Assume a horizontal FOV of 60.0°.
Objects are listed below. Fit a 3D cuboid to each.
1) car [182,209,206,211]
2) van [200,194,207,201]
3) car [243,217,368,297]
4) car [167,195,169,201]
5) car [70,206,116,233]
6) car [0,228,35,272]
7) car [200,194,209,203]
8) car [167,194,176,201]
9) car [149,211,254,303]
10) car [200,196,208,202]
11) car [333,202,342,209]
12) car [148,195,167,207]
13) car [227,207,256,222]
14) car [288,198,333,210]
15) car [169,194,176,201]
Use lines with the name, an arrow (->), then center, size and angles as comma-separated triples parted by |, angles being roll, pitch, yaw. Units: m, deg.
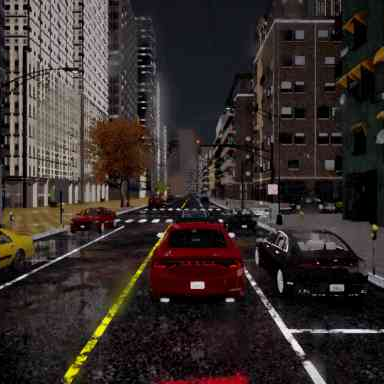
car -> 0.118, 1.605, 18.369 | 1.895, 1.301, 4.718 | 0, 0, 0
van -> 2.835, 1.425, 84.964 | 1.690, 1.788, 3.998 | 0, 0, 0
car -> 2.703, 1.551, 8.372 | 2.008, 1.369, 4.403 | 0, 0, 0
car -> -5.593, 1.607, 57.363 | 1.947, 1.339, 4.313 | 0, 0, 0
car -> -5.658, 1.549, 19.452 | 1.887, 1.381, 4.507 | 0, 0, 0
car -> -5.677, 1.526, 8.217 | 1.752, 1.417, 4.829 | 0, 0, 0
car -> 2.816, 1.630, 73.917 | 1.947, 1.339, 4.313 | 0, 0, 0
car -> -5.537, 1.410, 90.500 | 2.192, 1.841, 5.009 | 0, 0, 0
car -> 0.105, 1.478, 8.278 | 1.882, 1.535, 5.008 | 0, 0, 0
car -> 2.826, 1.599, 79.610 | 1.752, 1.417, 4.829 | 0, 0, 0
car -> 18.889, 1.259, 38.870 | 4.829, 1.417, 1.752 | -1, 1, 0
car -> -5.603, 1.349, 51.841 | 2.192, 1.841, 5.009 | 0, 0, 0
car -> 2.722, 1.555, 19.438 | 2.008, 1.369, 4.403 | 0, 0, 0
car -> 13.492, 1.359, 38.825 | 4.403, 1.369, 2.008 | -1, 1, 0
car -> -5.546, 1.649, 84.978 | 1.947, 1.339, 4.313 | 0, 0, 0
